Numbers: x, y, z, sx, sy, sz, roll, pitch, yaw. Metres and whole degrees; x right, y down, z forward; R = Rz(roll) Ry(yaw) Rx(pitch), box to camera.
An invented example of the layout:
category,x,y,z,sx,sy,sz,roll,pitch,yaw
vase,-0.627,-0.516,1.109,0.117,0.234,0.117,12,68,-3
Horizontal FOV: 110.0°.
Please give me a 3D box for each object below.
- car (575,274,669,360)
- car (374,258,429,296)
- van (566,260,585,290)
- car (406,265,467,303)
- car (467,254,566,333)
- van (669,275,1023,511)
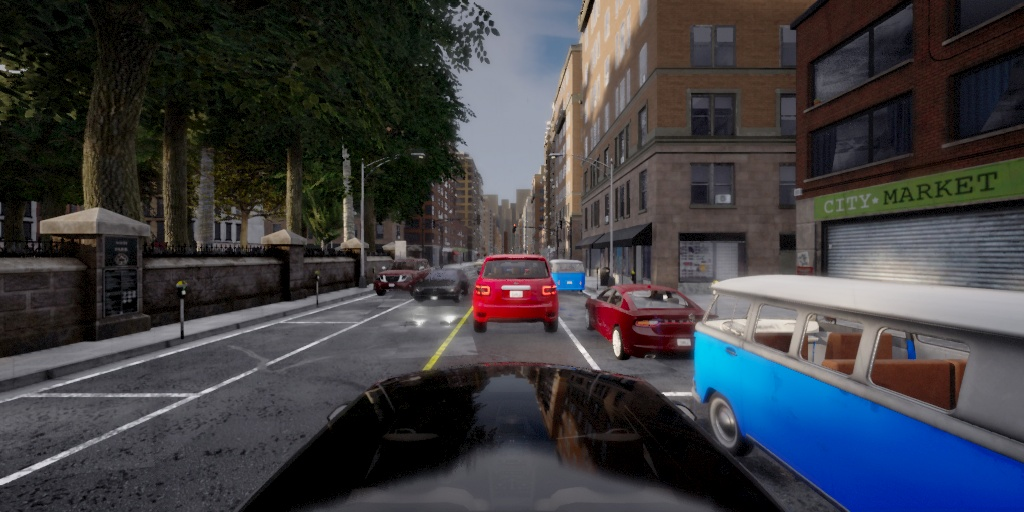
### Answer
category,x,y,z,sx,sy,sz,roll,pitch,yaw
car,2.850,1.294,8.173,1.888,1.381,4.507,0,0,0
car,-5.685,1.059,19.446,2.192,1.841,5.009,0,0,0
van,2.839,1.085,19.494,1.690,1.789,3.998,0,0,0
car,-3.105,1.293,16.968,2.033,1.411,5.357,0,0,0
car,0.088,0.970,10.929,2.150,2.045,5.566,0,0,0
van,2.856,1.091,2.512,1.690,1.789,3.998,0,0,0
